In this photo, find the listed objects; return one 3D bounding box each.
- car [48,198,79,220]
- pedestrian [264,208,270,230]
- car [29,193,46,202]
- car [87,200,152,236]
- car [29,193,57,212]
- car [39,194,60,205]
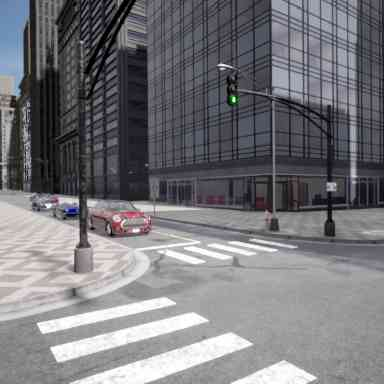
[{"bbox_3d":[-9.605,1.388,26.081,1.895,1.301,4.718,-1,1,-34],"label":"car"},{"bbox_3d":[3.897,1.371,17.288,0.500,1.100,0.500,0,0,-34],"label":"pedestrian"},{"bbox_3d":[-26.107,0.879,56.059,1.837,1.490,4.892,-1,1,-34],"label":"car"},{"bbox_3d":[-3.927,1.232,17.701,2.097,1.767,4.553,-1,1,-34],"label":"car"},{"bbox_3d":[-15.427,1.176,34.672,2.128,1.511,4.902,-1,1,-34],"label":"car"},{"bbox_3d":[-20.554,1.059,47.894,1.994,1.385,4.181,-1,1,-34],"label":"car"}]
